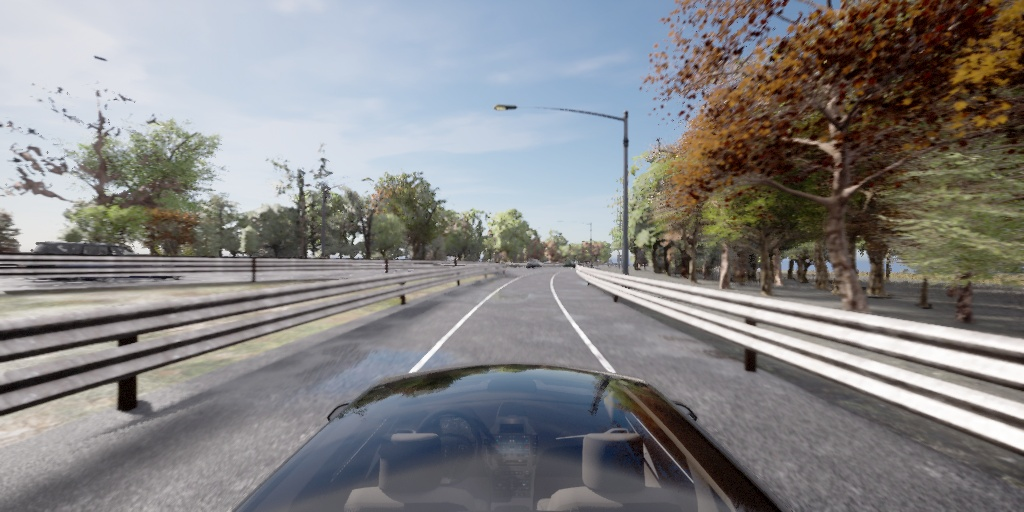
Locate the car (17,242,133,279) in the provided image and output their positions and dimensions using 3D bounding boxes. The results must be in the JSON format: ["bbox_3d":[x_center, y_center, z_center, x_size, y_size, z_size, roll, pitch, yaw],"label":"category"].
[{"bbox_3d":[-23.806,0.308,20.998,2.150,2.045,5.566,0,-1,24],"label":"car"}]

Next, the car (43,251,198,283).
[{"bbox_3d":[-20.640,0.656,19.474,2.033,1.411,5.357,0,-1,24],"label":"car"}]

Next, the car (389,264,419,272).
[{"bbox_3d":[-13.285,1.219,44.373,1.994,1.385,4.181,0,-1,24],"label":"car"}]
